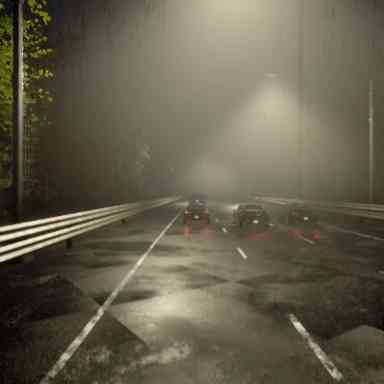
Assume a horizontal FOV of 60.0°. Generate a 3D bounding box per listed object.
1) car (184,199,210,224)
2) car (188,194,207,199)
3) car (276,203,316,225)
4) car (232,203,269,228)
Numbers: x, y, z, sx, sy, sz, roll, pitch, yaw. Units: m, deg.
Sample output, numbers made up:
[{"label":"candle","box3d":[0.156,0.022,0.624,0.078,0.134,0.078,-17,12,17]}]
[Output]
[{"label":"car","box3d":[0.353,1.532,24.965,1.812,1.442,4.674,0,0,1]},{"label":"car","box3d":[0.699,1.231,42.639,2.150,2.045,5.566,0,0,1]},{"label":"car","box3d":[7.321,1.521,23.604,1.812,1.442,4.674,0,0,1]},{"label":"car","box3d":[3.812,1.505,22.123,1.837,1.490,4.892,0,0,1]}]
